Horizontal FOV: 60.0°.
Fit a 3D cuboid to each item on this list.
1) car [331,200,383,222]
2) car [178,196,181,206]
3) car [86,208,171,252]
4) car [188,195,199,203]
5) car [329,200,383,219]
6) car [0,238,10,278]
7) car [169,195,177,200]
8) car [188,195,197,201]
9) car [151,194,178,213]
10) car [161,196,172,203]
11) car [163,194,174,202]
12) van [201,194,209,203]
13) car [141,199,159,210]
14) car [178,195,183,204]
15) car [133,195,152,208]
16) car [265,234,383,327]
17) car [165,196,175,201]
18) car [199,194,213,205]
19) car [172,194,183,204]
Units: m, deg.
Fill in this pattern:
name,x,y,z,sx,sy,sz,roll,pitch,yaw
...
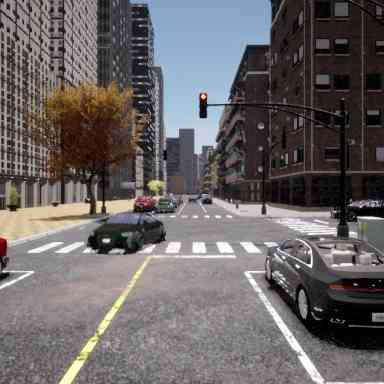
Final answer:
name,x,y,z,sx,sy,sz,roll,pitch,yaw
car,12.469,1.305,23.647,4.902,1.511,2.128,-1,0,-2
car,-2.985,1.629,46.533,1.895,1.301,4.718,0,0,0
car,-2.604,1.567,13.907,1.994,1.385,4.181,0,0,14
car,0.165,1.546,68.638,2.128,1.511,4.902,0,0,0
car,13.489,1.350,26.302,4.403,1.369,2.008,-1,1,0
car,-5.675,1.545,6.943,1.887,1.381,4.507,0,0,0
car,-5.464,1.654,94.560,2.008,1.369,4.403,0,0,0
car,0.191,1.462,79.061,2.033,1.411,5.357,0,0,0
car,-2.983,1.371,37.013,2.097,1.767,4.553,0,0,-1
car,-5.517,1.627,72.469,1.947,1.339,4.313,0,0,0
car,-5.504,1.386,77.991,2.192,1.841,5.009,0,0,0
van,2.863,1.402,72.448,1.690,1.788,3.998,0,0,0
car,-5.584,1.592,44.854,1.947,1.339,4.313,0,0,0
car,-2.951,1.529,56.387,2.128,1.511,4.902,0,0,0
car,-5.598,1.336,39.331,2.192,1.841,5.009,0,0,0
car,2.705,1.551,6.923,2.008,1.369,4.403,0,0,0
car,-5.491,1.632,83.514,2.008,1.369,4.403,0,0,0
car,2.837,1.611,61.402,1.947,1.339,4.313,0,0,0
car,-2.865,1.404,67.081,2.097,1.767,4.553,0,0,1
